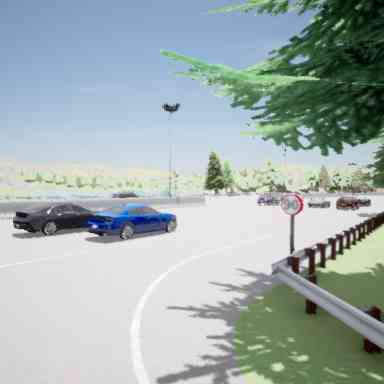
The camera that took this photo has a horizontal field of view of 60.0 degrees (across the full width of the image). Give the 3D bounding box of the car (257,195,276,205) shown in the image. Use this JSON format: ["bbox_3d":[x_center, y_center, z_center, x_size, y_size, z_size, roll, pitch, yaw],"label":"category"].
[{"bbox_3d":[10.883,1.099,47.430,1.812,1.442,4.674,2,1,36],"label":"car"}]

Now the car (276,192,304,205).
[{"bbox_3d":[13.767,1.145,45.445,2.128,1.511,4.902,2,1,36],"label":"car"}]

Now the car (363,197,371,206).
[{"bbox_3d":[25.138,1.382,49.279,1.895,1.301,4.718,2,1,36],"label":"car"}]

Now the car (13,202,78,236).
[{"bbox_3d":[-6.484,1.279,17.096,1.837,1.490,4.892,2,1,36],"label":"car"}]

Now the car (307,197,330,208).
[{"bbox_3d":[16.622,1.335,43.427,1.895,1.301,4.718,2,1,36],"label":"car"}]

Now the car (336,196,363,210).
[{"bbox_3d":[19.139,1.295,40.845,1.882,1.535,5.008,2,1,36],"label":"car"}]

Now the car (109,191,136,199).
[{"bbox_3d":[-11.058,0.609,52.998,2.128,1.511,4.902,2,1,36],"label":"car"}]

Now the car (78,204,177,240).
[{"bbox_3d":[-2.744,1.327,16.305,1.882,1.535,5.008,2,1,36],"label":"car"}]

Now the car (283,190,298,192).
[{"bbox_3d":[16.785,0.760,55.630,2.150,2.045,5.566,2,1,36],"label":"car"}]
